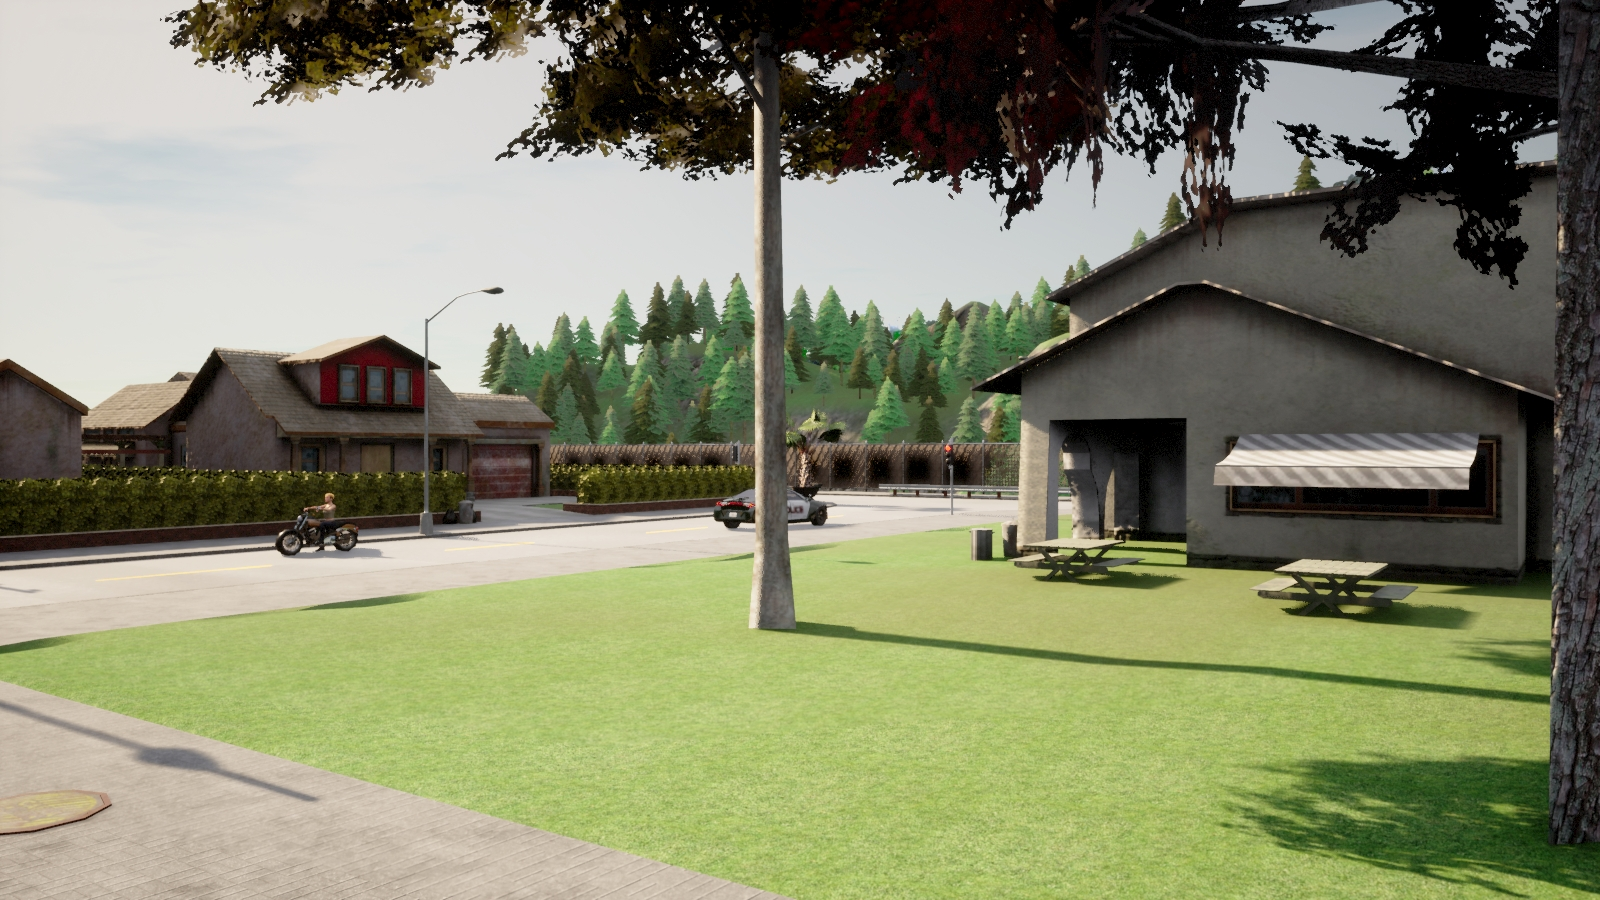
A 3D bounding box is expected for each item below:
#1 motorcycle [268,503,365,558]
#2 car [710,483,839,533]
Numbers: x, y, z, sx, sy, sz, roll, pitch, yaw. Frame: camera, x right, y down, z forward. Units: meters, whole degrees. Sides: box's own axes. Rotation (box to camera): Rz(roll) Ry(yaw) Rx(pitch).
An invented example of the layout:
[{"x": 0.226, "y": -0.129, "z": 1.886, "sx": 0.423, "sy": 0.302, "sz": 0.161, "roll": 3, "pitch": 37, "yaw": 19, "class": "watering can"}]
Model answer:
[{"x": -13.052, "y": 2.155, "z": 30.913, "sx": 0.764, "sy": 1.307, "sz": 2.356, "roll": 0, "pitch": 0, "yaw": 35, "class": "motorcycle"}, {"x": -0.850, "y": 2.038, "z": 41.431, "sx": 2.038, "sy": 1.542, "sz": 4.974, "roll": 0, "pitch": 0, "yaw": 37, "class": "car"}]
